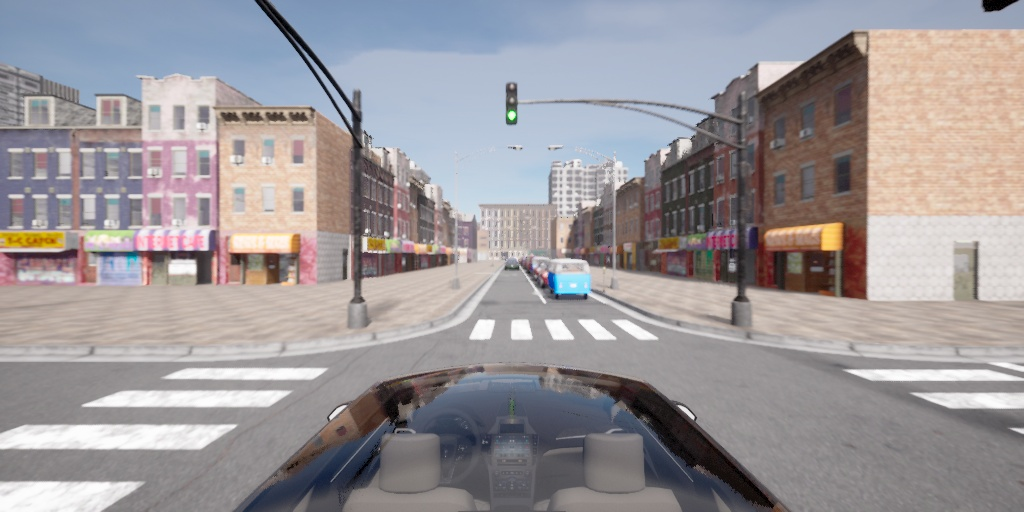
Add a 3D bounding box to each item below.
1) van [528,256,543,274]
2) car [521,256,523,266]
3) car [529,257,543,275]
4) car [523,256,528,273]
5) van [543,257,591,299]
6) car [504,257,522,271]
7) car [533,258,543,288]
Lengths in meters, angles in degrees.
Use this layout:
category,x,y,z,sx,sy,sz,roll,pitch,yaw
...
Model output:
category,x,y,z,sx,sy,sz,roll,pitch,yaw
van,2.639,0.993,33.707,1.690,1.789,3.998,0,0,0
car,2.641,0.930,50.133,2.192,1.841,5.009,0,0,0
car,2.639,1.105,28.232,1.967,1.591,4.097,0,0,0
car,2.640,0.954,39.179,2.192,1.841,5.009,0,0,0
van,2.638,1.034,17.281,1.690,1.789,3.998,0,0,0
car,0.003,1.186,47.317,1.994,1.385,4.181,0,0,0
car,2.639,1.119,22.757,1.967,1.591,4.097,0,0,0
